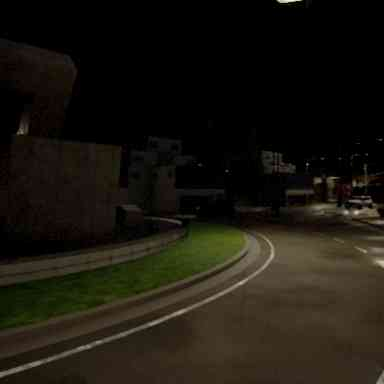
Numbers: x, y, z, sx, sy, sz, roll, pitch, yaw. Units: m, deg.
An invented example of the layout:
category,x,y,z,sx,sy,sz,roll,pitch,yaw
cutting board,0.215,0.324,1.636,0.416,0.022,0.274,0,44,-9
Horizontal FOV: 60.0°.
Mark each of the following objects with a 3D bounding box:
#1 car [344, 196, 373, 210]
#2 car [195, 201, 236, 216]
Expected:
category,x,y,z,sx,sy,sz,roll,pitch,yaw
car,25.227,1.651,50.238,5.566,2.045,2.150,0,-1,-38
car,2.574,1.803,37.789,4.553,1.767,2.097,0,-1,-4
